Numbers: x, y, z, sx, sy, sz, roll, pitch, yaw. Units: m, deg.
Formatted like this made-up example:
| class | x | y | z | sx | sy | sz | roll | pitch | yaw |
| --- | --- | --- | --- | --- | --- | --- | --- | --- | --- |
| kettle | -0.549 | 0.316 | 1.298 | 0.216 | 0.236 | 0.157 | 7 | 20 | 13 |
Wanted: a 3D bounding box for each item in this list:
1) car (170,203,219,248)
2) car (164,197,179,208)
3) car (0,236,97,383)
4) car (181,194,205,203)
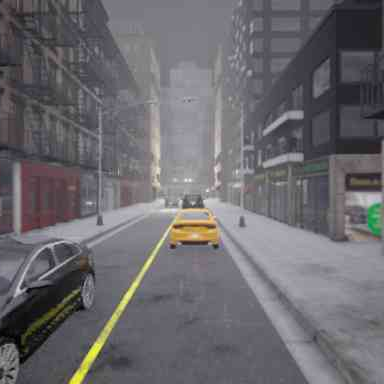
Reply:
| class | x | y | z | sx | sy | sz | roll | pitch | yaw |
| --- | --- | --- | --- | --- | --- | --- | --- | --- | --- |
| car | 0.099 | 1.472 | 14.797 | 1.882 | 1.535 | 5.008 | 0 | 0 | 0 |
| car | -2.835 | 1.432 | 46.375 | 2.128 | 1.511 | 4.902 | 0 | 0 | 0 |
| car | -2.852 | 1.490 | 4.918 | 2.128 | 1.511 | 4.902 | 0 | 0 | 0 |
| car | 0.099 | 1.193 | 33.736 | 2.150 | 2.045 | 5.566 | 0 | 0 | 0 |
